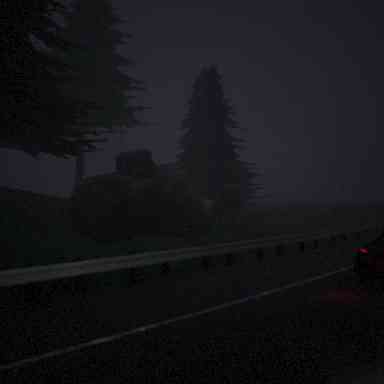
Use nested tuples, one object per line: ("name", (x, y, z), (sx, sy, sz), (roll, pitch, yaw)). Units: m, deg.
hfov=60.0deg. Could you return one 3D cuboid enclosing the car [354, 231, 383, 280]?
("car", (6.083, 1.565, 8.875), (4.181, 1.385, 1.994), (0, 0, -40))
